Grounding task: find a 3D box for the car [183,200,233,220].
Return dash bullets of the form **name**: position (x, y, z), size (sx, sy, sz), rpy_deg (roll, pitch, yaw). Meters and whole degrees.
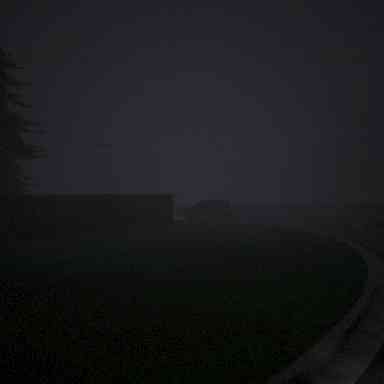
- **car**: position (1.682, 1.853, 35.308), size (5.566, 2.045, 2.150), rpy_deg (-2, -2, 36)
